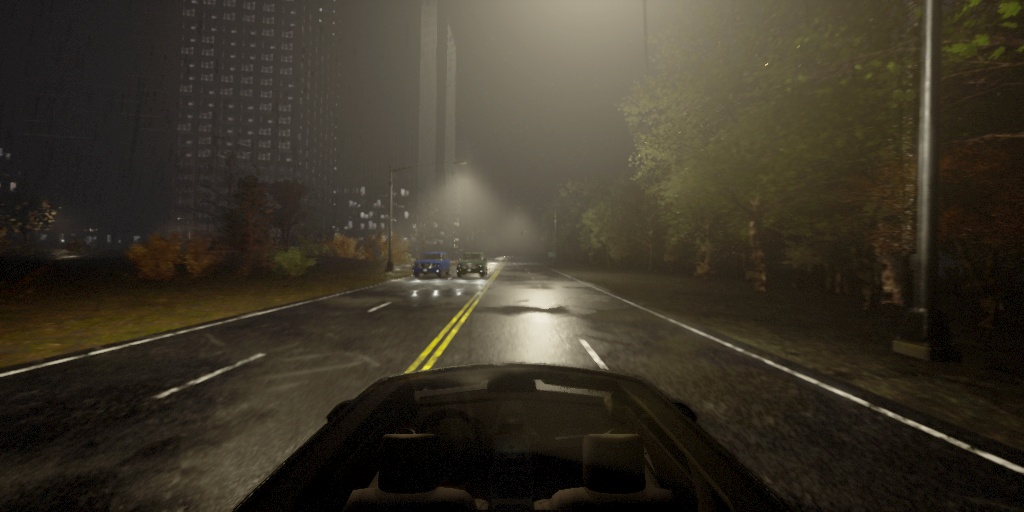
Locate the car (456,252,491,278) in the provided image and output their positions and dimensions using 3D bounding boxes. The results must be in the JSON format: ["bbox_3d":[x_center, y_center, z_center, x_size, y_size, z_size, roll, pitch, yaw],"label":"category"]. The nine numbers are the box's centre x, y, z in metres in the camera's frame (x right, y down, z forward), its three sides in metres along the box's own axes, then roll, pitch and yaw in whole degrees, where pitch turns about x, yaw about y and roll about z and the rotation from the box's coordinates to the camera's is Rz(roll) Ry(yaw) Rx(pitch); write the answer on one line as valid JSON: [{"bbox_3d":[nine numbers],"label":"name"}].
[{"bbox_3d":[-3.244,0.704,30.044,2.150,2.045,5.566,1,1,0],"label":"car"}]

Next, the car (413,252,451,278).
[{"bbox_3d":[-6.497,0.673,29.655,2.150,2.045,5.566,1,1,0],"label":"car"}]
